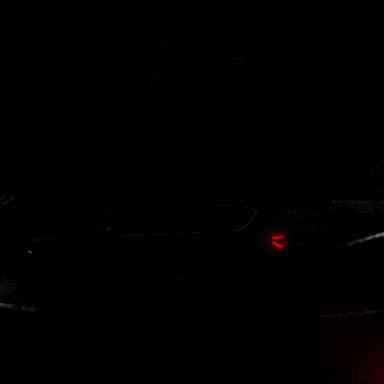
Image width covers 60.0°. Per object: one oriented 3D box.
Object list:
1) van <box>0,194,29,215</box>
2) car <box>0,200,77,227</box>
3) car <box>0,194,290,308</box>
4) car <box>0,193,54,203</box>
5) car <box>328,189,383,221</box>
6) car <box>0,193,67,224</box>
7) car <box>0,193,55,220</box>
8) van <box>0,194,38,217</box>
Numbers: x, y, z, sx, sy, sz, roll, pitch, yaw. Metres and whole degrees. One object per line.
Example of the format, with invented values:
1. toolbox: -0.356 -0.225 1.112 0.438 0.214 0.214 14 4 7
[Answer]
1. van: -18.491 1.161 32.314 1.878 1.987 4.442 0 0 29
2. car: -10.696 1.404 23.318 2.163 1.488 4.792 0 0 28
3. car: -0.730 1.144 7.310 5.566 2.045 2.150 -1 2 -1
4. car: -8.736 1.120 21.157 2.435 2.045 5.566 0 0 29
5. car: 11.847 0.834 21.522 5.566 2.045 2.435 -1 0 30
6. car: -12.669 1.126 25.534 2.435 2.045 5.566 0 0 29
7. car: -14.630 1.130 27.751 2.435 2.045 5.566 0 0 29
8. van: -16.531 1.158 30.098 1.878 1.987 4.442 0 0 29
